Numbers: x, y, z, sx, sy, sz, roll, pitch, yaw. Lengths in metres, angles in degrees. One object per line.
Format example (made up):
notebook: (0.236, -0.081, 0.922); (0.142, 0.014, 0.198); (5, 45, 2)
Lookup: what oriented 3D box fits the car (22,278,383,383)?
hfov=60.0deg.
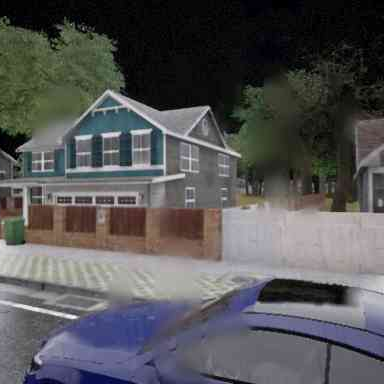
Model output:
car: (0.711, 1.525, 2.796); (4.674, 1.442, 1.812); (0, 0, 25)
